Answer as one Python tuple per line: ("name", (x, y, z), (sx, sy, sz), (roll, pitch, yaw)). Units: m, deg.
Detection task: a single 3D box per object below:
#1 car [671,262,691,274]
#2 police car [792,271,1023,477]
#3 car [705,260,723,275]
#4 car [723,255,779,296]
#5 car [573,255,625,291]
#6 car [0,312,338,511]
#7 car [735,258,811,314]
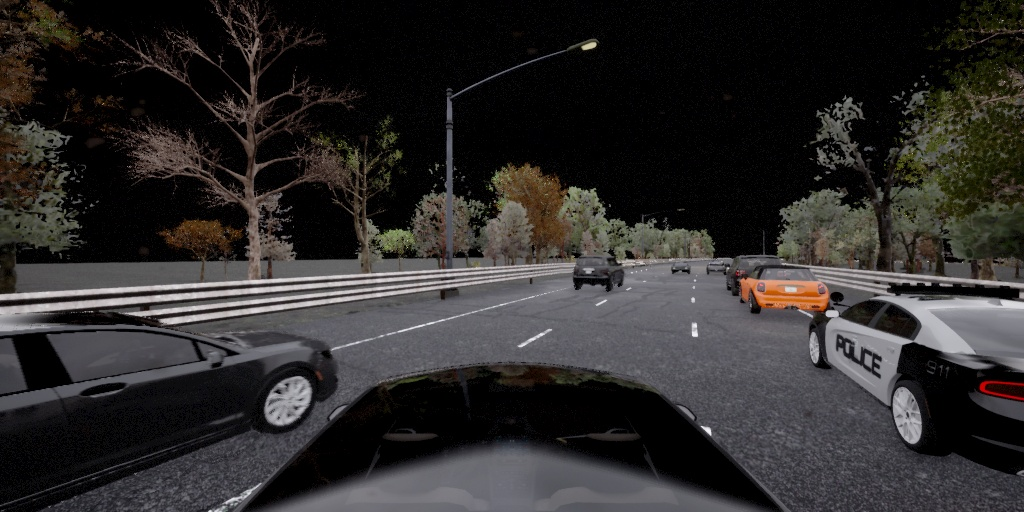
("car", (19.294, 1.370, 40.810), (1.895, 1.301, 4.718), (0, 0, 29))
("police car", (5.603, 1.175, 4.695), (1.930, 1.638, 5.238), (0, 0, 26))
("car", (22.407, 1.261, 39.332), (2.128, 1.511, 4.902), (0, 0, 29))
("car", (12.626, 0.978, 18.758), (2.150, 2.045, 5.566), (0, 0, 27))
("car", (5.444, 0.977, 22.126), (2.150, 2.045, 5.566), (0, 0, 27))
("car", (-3.969, 1.254, 3.116), (1.837, 1.490, 4.892), (0, 0, 26))
("car", (9.918, 1.102, 13.421), (2.097, 1.767, 4.553), (0, 0, 27))
